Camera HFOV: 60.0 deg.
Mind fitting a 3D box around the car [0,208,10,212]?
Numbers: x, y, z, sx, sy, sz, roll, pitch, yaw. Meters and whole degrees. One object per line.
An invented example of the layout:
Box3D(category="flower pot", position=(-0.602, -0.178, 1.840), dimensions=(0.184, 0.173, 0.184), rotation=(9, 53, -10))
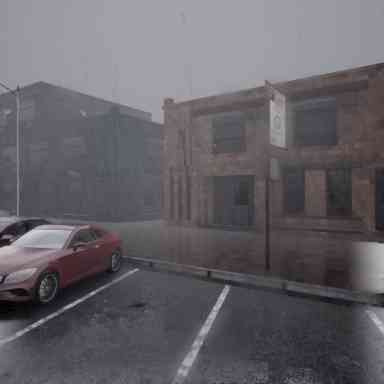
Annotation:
Box3D(category="car", position=(-8.244, 1.366, 11.746), dimensions=(2.185, 1.767, 4.553), rotation=(1, -1, 15))

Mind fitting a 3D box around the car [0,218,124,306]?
Box3D(category="car", position=(-3.311, 1.527, 8.310), dimensions=(2.002, 1.452, 4.674), rotation=(1, -1, 15))

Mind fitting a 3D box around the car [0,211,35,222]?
Box3D(category="car", position=(-5.792, 1.518, 9.982), dimensions=(2.163, 1.488, 4.792), rotation=(1, -1, 15))
